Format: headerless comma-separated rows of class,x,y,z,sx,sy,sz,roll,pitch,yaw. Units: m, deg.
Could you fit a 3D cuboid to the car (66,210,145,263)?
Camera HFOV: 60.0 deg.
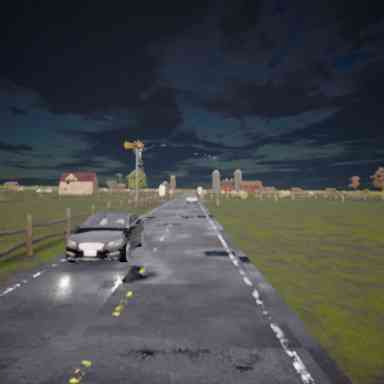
car,-2.848,1.433,11.797,2.128,1.511,4.902,0,0,0

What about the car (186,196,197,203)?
car,-0.063,1.298,58.073,1.895,1.301,4.718,0,0,0
